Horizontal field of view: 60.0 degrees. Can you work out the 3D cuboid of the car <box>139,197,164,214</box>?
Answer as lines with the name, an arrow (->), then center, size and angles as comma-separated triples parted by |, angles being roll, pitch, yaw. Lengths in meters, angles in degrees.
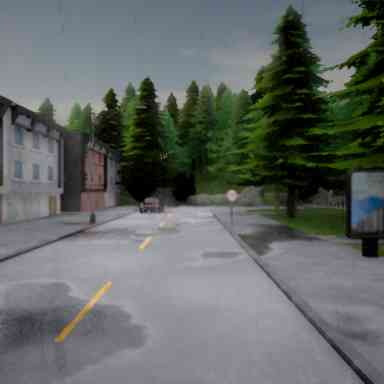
car -> -4.078, 1.299, 34.127 | 2.097, 1.767, 4.553 | 0, 0, 1
